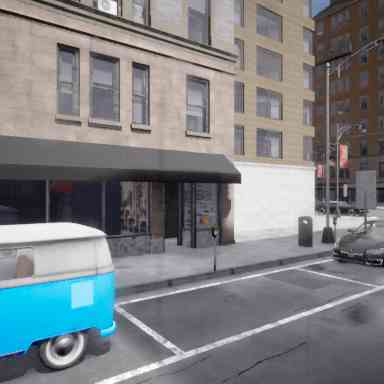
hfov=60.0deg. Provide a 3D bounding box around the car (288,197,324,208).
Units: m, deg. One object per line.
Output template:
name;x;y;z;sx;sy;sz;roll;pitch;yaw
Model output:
car;15.561;1.437;45.512;1.994;1.385;4.181;0;0;-36

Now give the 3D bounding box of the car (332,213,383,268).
car;6.262;1.551;10.655;4.403;1.369;2.008;0;0;-35

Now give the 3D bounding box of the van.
van;-2.957;1.341;4.081;3.998;1.788;1.690;0;0;-35

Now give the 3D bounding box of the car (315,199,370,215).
car;13.798;1.524;30.922;1.895;1.301;4.718;0;0;-35
